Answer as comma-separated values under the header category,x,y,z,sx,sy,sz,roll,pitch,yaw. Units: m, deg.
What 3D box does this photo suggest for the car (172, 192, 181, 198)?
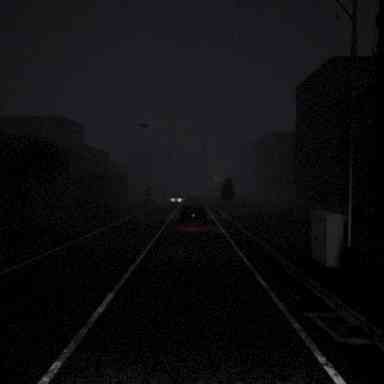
category,x,y,z,sx,sy,sz,roll,pitch,yaw
car,-3.447,0.661,75.076,1.895,1.301,4.718,0,1,0

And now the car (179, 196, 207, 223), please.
category,x,y,z,sx,sy,sz,roll,pitch,yaw
car,0.103,1.351,24.256,1.882,1.535,5.008,0,1,0
